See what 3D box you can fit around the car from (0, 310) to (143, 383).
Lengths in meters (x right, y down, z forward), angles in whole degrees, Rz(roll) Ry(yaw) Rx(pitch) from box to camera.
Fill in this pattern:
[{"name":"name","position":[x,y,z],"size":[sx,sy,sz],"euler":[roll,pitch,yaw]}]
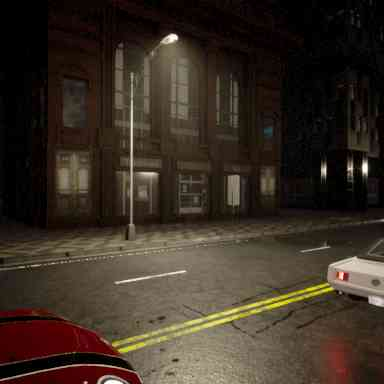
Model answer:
[{"name":"car","position":[-2.424,1.352,1.710],"size":[4.553,1.767,2.097],"euler":[0,0,-36]}]

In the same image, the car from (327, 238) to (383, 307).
[{"name":"car","position":[5.010,1.597,7.014],"size":[4.718,1.301,1.895],"euler":[0,0,-35]}]
